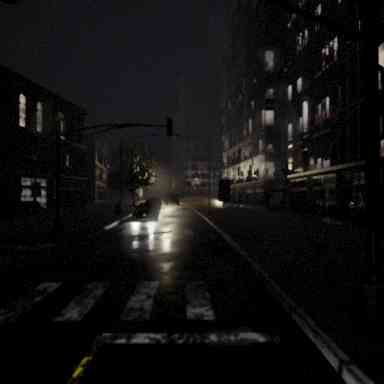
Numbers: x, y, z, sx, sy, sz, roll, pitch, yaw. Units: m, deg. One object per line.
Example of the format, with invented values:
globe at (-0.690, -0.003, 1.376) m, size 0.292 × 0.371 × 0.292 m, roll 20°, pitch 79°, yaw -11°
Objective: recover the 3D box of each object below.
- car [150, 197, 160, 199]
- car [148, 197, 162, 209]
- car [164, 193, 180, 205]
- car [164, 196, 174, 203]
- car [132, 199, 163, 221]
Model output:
car at (-4.262, 1.486, 35.836) m, size 1.837 × 1.490 × 4.892 m, roll 0°, pitch 1°, yaw -4°
car at (-5.197, 1.483, 47.024) m, size 1.837 × 1.490 × 4.892 m, roll 0°, pitch 0°, yaw -5°
car at (-3.347, 1.195, 56.558) m, size 2.150 × 2.045 × 5.566 m, roll 0°, pitch 0°, yaw -7°
car at (-4.650, 1.499, 66.858) m, size 1.812 × 1.442 × 4.674 m, roll 0°, pitch 0°, yaw -8°
car at (-3.692, 1.552, 27.130) m, size 1.994 × 1.385 × 4.181 m, roll 0°, pitch 0°, yaw -3°
